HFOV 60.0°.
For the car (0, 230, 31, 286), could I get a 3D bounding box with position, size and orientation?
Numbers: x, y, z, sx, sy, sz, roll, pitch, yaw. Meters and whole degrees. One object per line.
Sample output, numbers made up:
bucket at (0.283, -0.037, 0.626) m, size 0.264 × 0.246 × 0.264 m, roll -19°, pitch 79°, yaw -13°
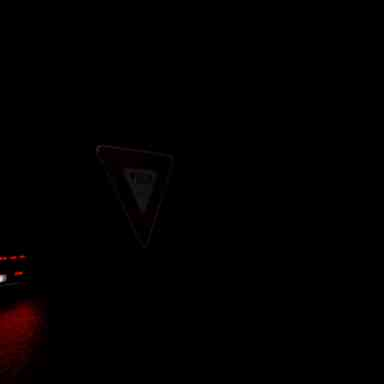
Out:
car at (-6.071, 1.705, 8.879) m, size 4.892 × 1.490 × 1.837 m, roll -1°, pitch -5°, yaw 40°
